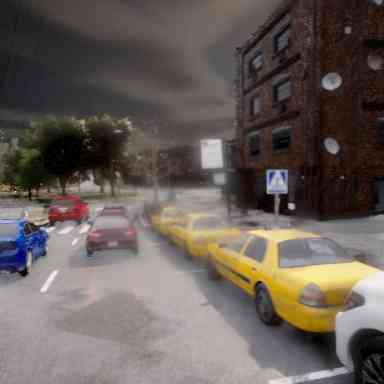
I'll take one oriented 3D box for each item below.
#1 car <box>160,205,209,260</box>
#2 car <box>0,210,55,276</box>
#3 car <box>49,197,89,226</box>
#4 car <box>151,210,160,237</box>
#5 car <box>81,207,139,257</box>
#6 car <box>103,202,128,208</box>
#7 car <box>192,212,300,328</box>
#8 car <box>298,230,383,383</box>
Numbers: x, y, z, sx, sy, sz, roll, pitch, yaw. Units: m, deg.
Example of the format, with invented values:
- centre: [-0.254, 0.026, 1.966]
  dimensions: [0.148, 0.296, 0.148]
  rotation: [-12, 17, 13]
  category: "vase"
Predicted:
- centre: [0.307, 1.439, 12.419]
  dimensions: [1.946, 1.575, 5.366]
  rotation: [-2, 0, -15]
  category: "car"
- centre: [-5.848, 1.607, 10.545]
  dimensions: [1.882, 1.535, 5.008]
  rotation: [-2, 0, -14]
  category: "car"
- centre: [-9.284, 1.400, 25.387]
  dimensions: [2.150, 2.045, 5.566]
  rotation: [-1, 0, -10]
  category: "car"
- centre: [-1.072, 1.466, 17.767]
  dimensions: [1.946, 1.575, 5.366]
  rotation: [-2, 0, -14]
  category: "car"
- centre: [-3.202, 1.578, 13.372]
  dimensions: [1.812, 1.442, 4.674]
  rotation: [-2, 0, -14]
  category: "car"
- centre: [-6.271, 1.599, 27.167]
  dimensions: [2.128, 1.511, 4.902]
  rotation: [-1, 0, -9]
  category: "car"
- centre: [1.696, 1.415, 7.072]
  dimensions: [1.946, 1.575, 5.366]
  rotation: [-2, 0, -15]
  category: "car"
- centre: [3.147, 1.142, 1.448]
  dimensions: [2.435, 2.045, 5.566]
  rotation: [-2, 0, -15]
  category: "car"
